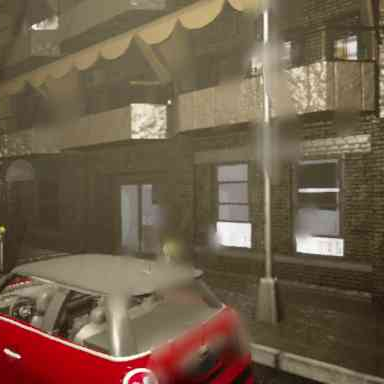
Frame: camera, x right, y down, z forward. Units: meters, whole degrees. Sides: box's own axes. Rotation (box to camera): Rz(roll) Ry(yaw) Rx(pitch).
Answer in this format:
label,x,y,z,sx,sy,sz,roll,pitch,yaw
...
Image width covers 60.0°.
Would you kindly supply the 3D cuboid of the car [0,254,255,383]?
label,x,y,z,sx,sy,sz,roll,pitch,yaw
car,-1.455,1.474,3.912,4.097,1.590,1.967,-1,0,35
